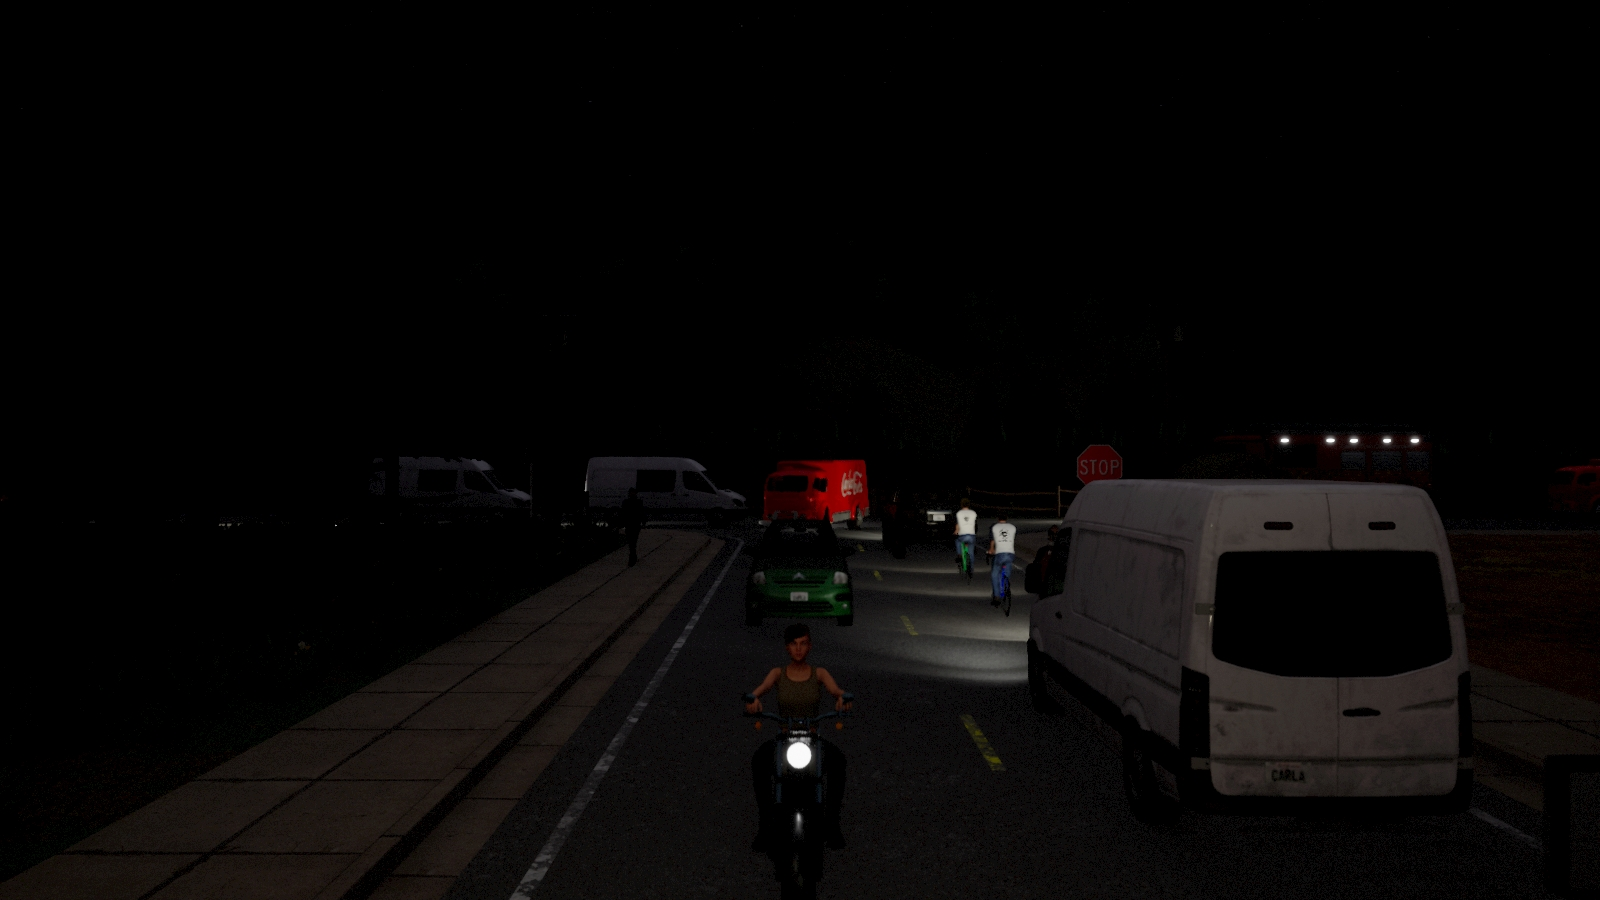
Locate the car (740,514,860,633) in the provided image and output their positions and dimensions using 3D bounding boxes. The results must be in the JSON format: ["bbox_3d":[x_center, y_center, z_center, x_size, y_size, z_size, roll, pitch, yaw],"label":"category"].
[{"bbox_3d":[-0.006,2.012,19.574,1.851,1.617,3.988,0,0,0],"label":"car"}]

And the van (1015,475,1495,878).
[{"bbox_3d":[3.522,1.538,10.408,1.988,2.561,5.915,0,-1,0],"label":"van"}]

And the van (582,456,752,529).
[{"bbox_3d":[-4.799,1.527,41.711,5.915,2.561,1.988,0,0,3],"label":"van"}]

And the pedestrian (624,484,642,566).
[{"bbox_3d":[-3.831,1.710,26.230,0.375,1.860,0.375,0,0,0],"label":"pedestrian"}]

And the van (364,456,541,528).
[{"bbox_3d":[-12.725,1.525,42.084,5.915,2.561,1.988,0,0,3],"label":"van"}]

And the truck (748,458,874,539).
[{"bbox_3d":[0.478,1.572,39.007,2.627,2.467,5.204,-1,0,21],"label":"truck"}]

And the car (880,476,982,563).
[{"bbox_3d":[3.468,1.799,31.371,2.150,2.045,5.566,0,0,0],"label":"car"}]

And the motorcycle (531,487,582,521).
[{"bbox_3d":[-9.664,2.134,45.339,1.805,1.316,0.856,0,0,4],"label":"motorcycle"}]

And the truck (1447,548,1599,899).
[{"bbox_3d":[3.500,1.572,1.262,2.627,2.467,5.204,0,0,0],"label":"truck"}]

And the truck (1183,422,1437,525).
[{"bbox_3d":[19.494,0.883,44.054,8.468,3.827,2.891,0,0,3],"label":"truck"}]
